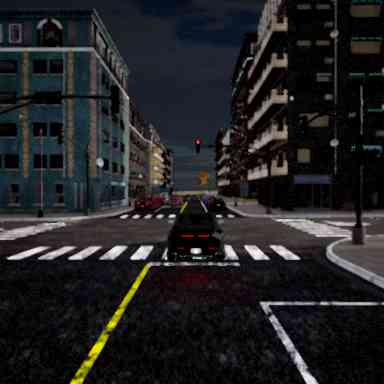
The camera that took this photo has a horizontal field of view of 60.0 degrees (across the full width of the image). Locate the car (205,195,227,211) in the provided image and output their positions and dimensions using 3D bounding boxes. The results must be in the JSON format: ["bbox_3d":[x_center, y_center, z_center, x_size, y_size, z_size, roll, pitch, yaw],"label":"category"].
[{"bbox_3d":[2.797,1.376,36.664,1.947,1.339,4.313,0,0,0],"label":"car"}]

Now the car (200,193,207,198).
[{"bbox_3d":[3.144,1.039,92.183,1.887,1.381,4.507,0,0,0],"label":"car"}]

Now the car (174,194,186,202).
[{"bbox_3d":[-2.351,1.150,65.597,2.128,1.511,4.902,0,0,1],"label":"car"}]

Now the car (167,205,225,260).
[{"bbox_3d":[0.144,1.440,12.145,1.837,1.490,4.892,0,1,1],"label":"car"}]

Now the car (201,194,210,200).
[{"bbox_3d":[3.040,1.144,75.527,2.008,1.369,4.403,0,0,0],"label":"car"}]

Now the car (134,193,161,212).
[{"bbox_3d":[-5.083,1.126,36.712,2.192,1.841,5.009,0,0,0],"label":"car"}]

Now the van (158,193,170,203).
[{"bbox_3d":[-4.944,1.029,58.919,1.690,1.788,3.998,0,0,0],"label":"van"}]

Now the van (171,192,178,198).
[{"bbox_3d":[-4.735,0.836,92.230,1.690,1.788,3.998,0,0,0],"label":"van"}]

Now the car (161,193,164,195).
[{"bbox_3d":[-4.979,1.264,53.369,1.887,1.381,4.507,0,0,0],"label":"car"}]

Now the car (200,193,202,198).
[{"bbox_3d":[2.971,1.096,64.423,1.967,1.590,4.097,0,0,0],"label":"car"}]

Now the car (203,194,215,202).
[{"bbox_3d":[2.866,1.331,47.768,1.802,1.307,4.206,0,0,0],"label":"car"}]

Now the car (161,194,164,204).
[{"bbox_3d":[-5.049,1.326,42.265,1.887,1.381,4.507,0,0,0],"label":"car"}]

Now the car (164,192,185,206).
[{"bbox_3d":[-2.529,1.098,48.486,2.097,1.767,4.553,0,0,1],"label":"car"}]

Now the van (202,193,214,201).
[{"bbox_3d":[2.902,1.060,53.319,1.690,1.788,3.998,0,0,0],"label":"van"}]
